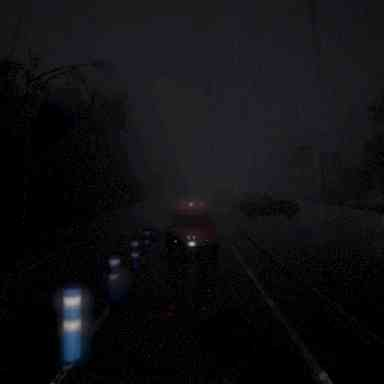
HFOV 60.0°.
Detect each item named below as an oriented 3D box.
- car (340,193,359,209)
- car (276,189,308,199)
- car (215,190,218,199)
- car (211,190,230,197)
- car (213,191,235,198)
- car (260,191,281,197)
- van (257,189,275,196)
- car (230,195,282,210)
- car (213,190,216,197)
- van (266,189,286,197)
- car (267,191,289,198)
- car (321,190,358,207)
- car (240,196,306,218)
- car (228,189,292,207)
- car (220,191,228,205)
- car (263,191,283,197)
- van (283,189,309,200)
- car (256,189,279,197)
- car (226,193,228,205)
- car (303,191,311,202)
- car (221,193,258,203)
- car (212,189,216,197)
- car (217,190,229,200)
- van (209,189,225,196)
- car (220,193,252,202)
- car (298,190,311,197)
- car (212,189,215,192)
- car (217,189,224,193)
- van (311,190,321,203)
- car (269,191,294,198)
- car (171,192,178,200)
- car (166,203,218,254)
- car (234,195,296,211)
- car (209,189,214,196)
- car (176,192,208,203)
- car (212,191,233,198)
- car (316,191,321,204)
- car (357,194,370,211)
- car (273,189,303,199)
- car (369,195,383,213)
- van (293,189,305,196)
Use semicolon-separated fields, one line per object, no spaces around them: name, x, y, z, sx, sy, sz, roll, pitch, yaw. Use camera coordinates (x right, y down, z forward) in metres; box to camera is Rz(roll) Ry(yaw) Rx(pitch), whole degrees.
car;19.755;1.166;36.730;5.366;1.575;1.946;0;1;0
car;20.160;0.445;67.182;5.566;2.045;2.435;0;1;0
car;7.071;0.823;59.048;4.792;1.488;2.163;0;1;0
car;7.214;0.390;84.031;4.553;1.767;2.185;0;1;0
car;7.184;0.609;75.704;4.892;1.521;2.231;0;1;0
car;20.341;0.481;86.575;5.008;1.535;2.097;0;1;0
van;20.509;0.193;92.237;4.442;1.987;1.878;0;1;0
car;7.047;1.170;36.852;5.366;1.575;1.946;0;1;0
car;7.058;0.761;64.601;4.792;1.488;2.163;0;1;0
van;20.419;0.316;81.157;4.442;1.987;1.878;0;1;0
car;20.283;0.612;78.390;4.674;1.452;2.002;0;1;0
car;20.014;0.808;42.262;5.566;2.045;2.435;0;1;0
car;6.764;1.368;28.528;4.792;1.488;2.163;0;1;0
car;6.867;0.977;34.073;5.566;2.045;2.435;0;1;0
car;6.721;1.060;42.406;5.366;1.575;1.946;0;1;0
car;20.322;0.552;83.805;4.674;1.452;2.002;0;1;0
van;20.049;0.502;64.414;4.442;1.987;1.878;0;1;0
car;20.342;0.198;89.467;5.566;2.045;2.435;0;1;0
car;6.890;1.119;39.630;4.892;1.521;2.231;0;1;0
car;20.083;0.930;50.700;4.792;1.488;2.163;0;1;0
car;7.160;0.904;50.728;5.366;1.575;1.946;0;1;0
car;7.081;0.730;67.377;4.792;1.488;2.163;0;1;0
car;6.767;0.950;48.078;5.366;1.575;1.946;0;1;0
van;7.219;0.167;95.134;4.442;1.987;1.878;0;1;0
car;6.991;0.865;53.496;4.892;1.521;2.231;0;1;0
car;20.105;0.889;53.339;4.792;1.488;2.163;0;1;0
car;7.103;0.699;70.153;4.792;1.488;2.163;0;1;0
car;7.051;0.701;56.274;4.553;1.767;2.185;0;1;0
van;20.148;0.723;47.924;4.442;1.987;1.878;0;1;0
car;20.251;0.604;75.496;5.008;1.535;2.097;0;1;0
car;-3.166;0.703;66.039;1.882;1.535;5.008;0;1;1
car;0.018;1.465;13.449;2.128;1.511;4.902;0;1;1
car;6.821;1.283;31.303;5.008;1.535;2.097;0;1;0
car;6.970;0.636;72.930;5.366;1.575;1.946;0;1;0
car;0.016;1.097;28.475;2.097;1.767;4.553;0;1;1
car;7.194;0.579;78.480;4.892;1.521;2.231;0;1;0
car;19.980;1.034;45.036;4.792;1.488;2.163;0;1;0
car;19.915;1.263;33.960;4.674;1.452;2.002;0;1;0
car;20.183;0.415;69.952;5.566;2.045;2.435;0;1;0
car;19.866;1.308;31.190;4.792;1.488;2.163;0;1;0
van;19.990;0.597;56.088;4.442;1.987;1.878;0;1;0
